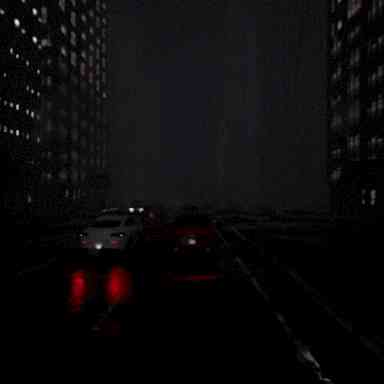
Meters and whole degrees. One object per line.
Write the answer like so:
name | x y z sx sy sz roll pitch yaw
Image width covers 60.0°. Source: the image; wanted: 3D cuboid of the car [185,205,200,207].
car | 0.024 1.829 28.876 1.812 1.442 4.674 0 0 1

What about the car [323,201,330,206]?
car | 32.738 2.564 77.645 4.097 1.590 1.967 1 0 -1

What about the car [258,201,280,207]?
car | 15.910 2.553 68.924 4.403 1.369 2.008 1 0 -1

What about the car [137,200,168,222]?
car | -3.223 1.785 29.230 1.882 1.535 5.008 0 0 1

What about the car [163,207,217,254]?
car | 0.029 1.628 14.224 1.882 1.535 5.008 0 0 1

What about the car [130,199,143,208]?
car | -9.780 1.978 59.597 2.097 1.767 4.553 0 0 0

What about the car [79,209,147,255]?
car | -3.225 1.672 13.875 1.812 1.442 4.674 0 0 1

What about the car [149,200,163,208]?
car | -6.518 2.184 60.498 2.033 1.411 5.357 0 -1 0
